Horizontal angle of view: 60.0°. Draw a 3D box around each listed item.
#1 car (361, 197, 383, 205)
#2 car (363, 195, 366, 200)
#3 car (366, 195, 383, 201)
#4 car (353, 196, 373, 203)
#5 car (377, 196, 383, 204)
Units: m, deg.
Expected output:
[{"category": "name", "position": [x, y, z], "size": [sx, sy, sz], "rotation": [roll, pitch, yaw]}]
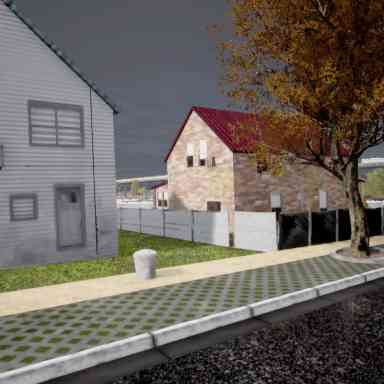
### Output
[{"category": "car", "position": [35.181, 1.738, 64.561], "size": [2.128, 1.511, 4.902], "rotation": [-2, 0, 0]}, {"category": "car", "position": [31.898, 1.528, 61.797], "size": [2.150, 2.045, 5.566], "rotation": [-2, 0, 0]}, {"category": "car", "position": [28.465, 1.678, 49.363], "size": [2.097, 1.767, 4.553], "rotation": [-2, 0, 1]}, {"category": "car", "position": [38.507, 1.583, 74.956], "size": [1.837, 1.490, 4.892], "rotation": [-2, 0, 0]}, {"category": "car", "position": [38.426, 1.623, 64.529], "size": [2.128, 1.511, 4.902], "rotation": [-2, 0, 0]}]
